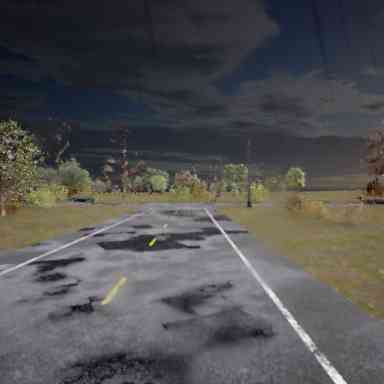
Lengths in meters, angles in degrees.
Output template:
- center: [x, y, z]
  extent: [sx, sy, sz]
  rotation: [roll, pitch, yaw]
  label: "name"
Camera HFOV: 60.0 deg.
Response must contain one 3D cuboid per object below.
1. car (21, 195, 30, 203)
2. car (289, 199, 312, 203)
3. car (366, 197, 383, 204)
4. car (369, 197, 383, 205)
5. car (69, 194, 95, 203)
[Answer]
- center: [-26.030, 1.239, 55.637]
  extent: [4.553, 1.767, 2.097]
  rotation: [0, 0, -2]
  label: "car"
- center: [20.818, 1.618, 63.957]
  extent: [4.181, 1.385, 1.994]
  rotation: [0, 0, -2]
  label: "car"
- center: [36.479, 1.708, 64.421]
  extent: [4.718, 1.301, 1.895]
  rotation: [0, 0, -2]
  label: "car"
- center: [32.383, 1.592, 57.284]
  extent: [5.008, 1.535, 1.882]
  rotation: [0, 0, -2]
  label: "car"
- center: [-20.854, 1.250, 62.794]
  extent: [4.553, 1.767, 2.097]
  rotation: [0, 0, -2]
  label: "car"
